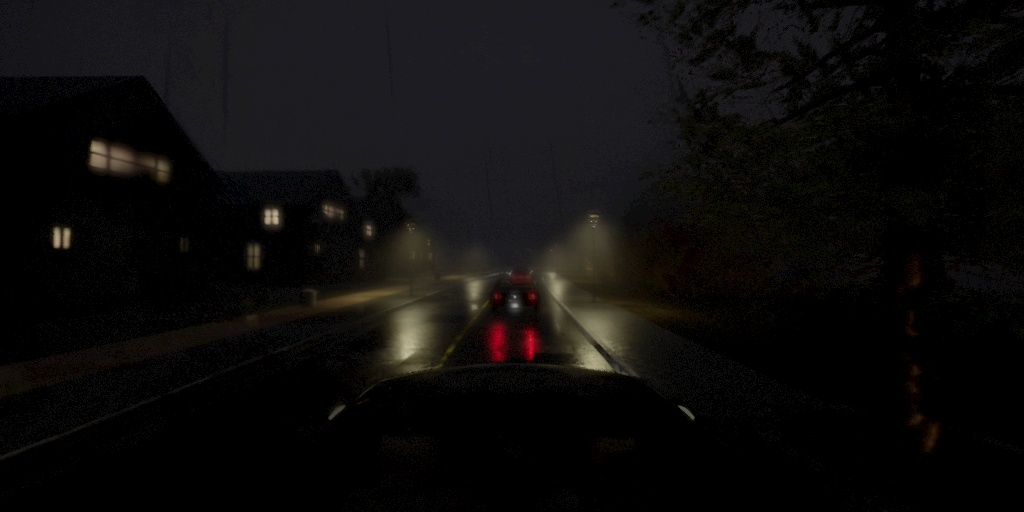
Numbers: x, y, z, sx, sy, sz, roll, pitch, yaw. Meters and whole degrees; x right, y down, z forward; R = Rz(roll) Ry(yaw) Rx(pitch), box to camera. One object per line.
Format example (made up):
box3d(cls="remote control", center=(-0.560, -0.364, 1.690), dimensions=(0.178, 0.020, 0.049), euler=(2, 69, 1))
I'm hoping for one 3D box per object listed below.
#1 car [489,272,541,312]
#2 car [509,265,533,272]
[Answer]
box3d(cls="car", center=(0.183, 1.511, 15.045), dimensions=(1.895, 1.301, 4.718), euler=(0, -1, 2))
box3d(cls="car", center=(0.825, 1.667, 30.263), dimensions=(1.994, 1.385, 4.181), euler=(0, -1, 4))
